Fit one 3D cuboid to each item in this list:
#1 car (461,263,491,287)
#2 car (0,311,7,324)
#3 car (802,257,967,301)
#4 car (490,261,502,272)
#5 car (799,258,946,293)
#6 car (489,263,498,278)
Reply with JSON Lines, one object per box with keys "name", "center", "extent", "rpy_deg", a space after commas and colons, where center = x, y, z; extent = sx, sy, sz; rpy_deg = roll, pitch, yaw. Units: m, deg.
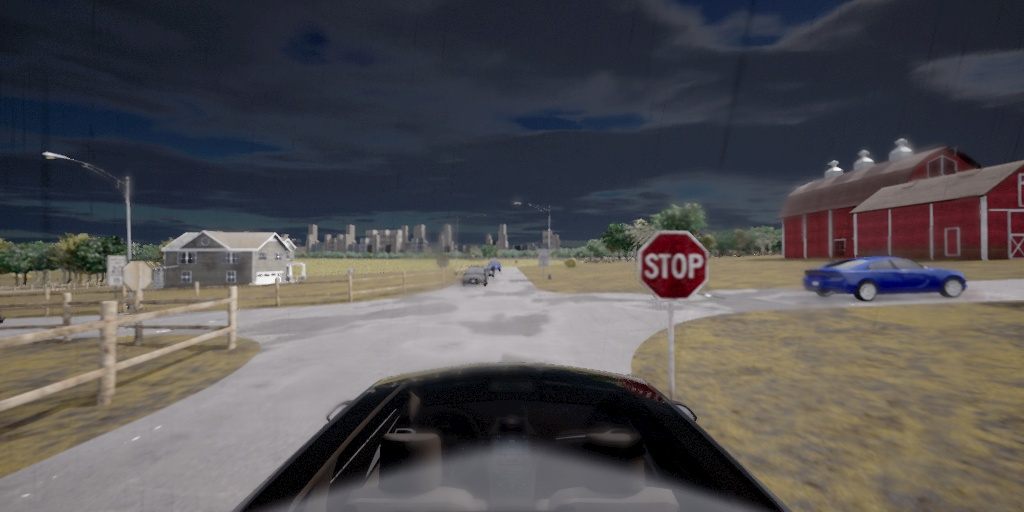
{"name": "car", "center": [-2.891, 1.591, 28.605], "extent": [1.837, 1.490, 4.892], "rpy_deg": [0, 0, -2]}
{"name": "car", "center": [-22.341, 2.257, 13.141], "extent": [5.357, 1.411, 2.033], "rpy_deg": [-2, -1, 0]}
{"name": "car", "center": [13.821, 0.781, 13.441], "extent": [5.008, 1.535, 1.882], "rpy_deg": [-2, -1, 0]}
{"name": "car", "center": [-2.994, 1.810, 62.935], "extent": [2.150, 2.045, 5.566], "rpy_deg": [0, -1, 0]}
{"name": "car", "center": [16.205, 0.850, 16.302], "extent": [4.718, 1.301, 1.895], "rpy_deg": [-2, -1, 0]}
{"name": "car", "center": [-2.991, 1.825, 41.559], "extent": [1.994, 1.385, 4.181], "rpy_deg": [0, -1, 0]}
